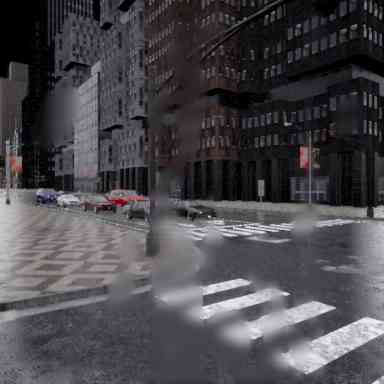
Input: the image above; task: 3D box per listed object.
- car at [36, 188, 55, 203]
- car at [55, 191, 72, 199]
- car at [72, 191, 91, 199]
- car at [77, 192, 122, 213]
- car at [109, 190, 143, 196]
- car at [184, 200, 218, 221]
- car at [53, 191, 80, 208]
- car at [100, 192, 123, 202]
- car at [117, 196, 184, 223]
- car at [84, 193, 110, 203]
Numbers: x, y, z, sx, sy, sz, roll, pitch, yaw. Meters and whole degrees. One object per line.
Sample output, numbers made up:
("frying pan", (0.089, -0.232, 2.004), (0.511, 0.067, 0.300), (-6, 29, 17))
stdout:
("car", (-20.676, 0.522, 47.508), (2.150, 2.045, 5.566), (0, 1, -36))
("car", (-25.132, 0.509, 64.948), (1.882, 1.535, 5.008), (0, 1, -36))
("car", (-21.985, 0.531, 66.145), (2.128, 1.511, 4.902), (0, 1, -36))
("car", (-8.663, 1.080, 30.867), (1.882, 1.535, 5.008), (0, 1, -36))
("car", (-6.414, 0.810, 33.302), (2.150, 2.045, 5.566), (0, 1, -36))
("car", (-0.460, 1.280, 25.041), (2.033, 1.411, 5.357), (0, 1, -39))
("car", (-14.460, 0.985, 38.843), (1.812, 1.442, 4.674), (0, 1, -35))
("car", (-13.111, 0.754, 53.926), (1.882, 1.535, 5.008), (0, 1, -36))
("car", (-3.065, 1.284, 23.183), (2.033, 1.411, 5.357), (0, 1, -35))
("car", (-14.385, 0.862, 50.150), (2.033, 1.411, 5.357), (0, 1, -36))
